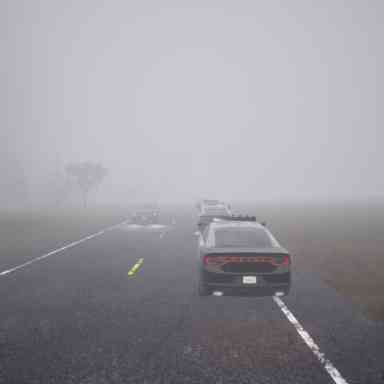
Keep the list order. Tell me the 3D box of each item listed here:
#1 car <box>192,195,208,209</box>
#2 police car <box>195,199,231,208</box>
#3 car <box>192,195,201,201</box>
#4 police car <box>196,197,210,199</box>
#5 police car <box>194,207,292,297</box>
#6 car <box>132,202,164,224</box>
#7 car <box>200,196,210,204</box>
[{"bbox_3d":[1.281,1.541,45.496,2.033,1.411,5.357,0,0,4],"label":"car"},{"bbox_3d":[1.270,1.426,18.716,1.930,1.638,5.238,0,0,1],"label":"police car"},{"bbox_3d":[1.177,1.523,87.682,1.994,1.385,4.181,0,0,6],"label":"car"},{"bbox_3d":[1.430,1.425,24.694,1.930,1.638,5.238,0,0,2],"label":"police car"},{"bbox_3d":[1.098,1.425,8.751,1.930,1.638,5.238,0,0,1],"label":"police car"},{"bbox_3d":[-3.193,1.526,24.978,1.812,1.442,4.674,0,0,2],"label":"car"},{"bbox_3d":[2.564,1.505,65.333,1.812,1.442,4.674,0,0,5],"label":"car"}]
